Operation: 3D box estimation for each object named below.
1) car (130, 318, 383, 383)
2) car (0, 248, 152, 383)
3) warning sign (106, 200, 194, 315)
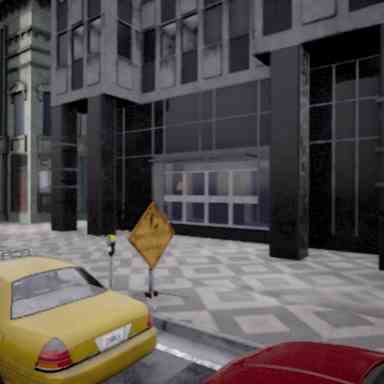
[{"bbox_3d":[2.015,1.546,1.524,4.507,1.381,1.887,0,0,35],"label":"car"},{"bbox_3d":[-2.718,1.517,4.896,4.829,1.417,1.752,0,0,35],"label":"car"},{"bbox_3d":[-0.771,1.109,6.345,1.060,1.860,1.300,0,0,35],"label":"warning sign"}]
